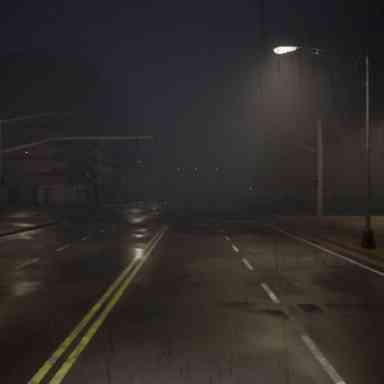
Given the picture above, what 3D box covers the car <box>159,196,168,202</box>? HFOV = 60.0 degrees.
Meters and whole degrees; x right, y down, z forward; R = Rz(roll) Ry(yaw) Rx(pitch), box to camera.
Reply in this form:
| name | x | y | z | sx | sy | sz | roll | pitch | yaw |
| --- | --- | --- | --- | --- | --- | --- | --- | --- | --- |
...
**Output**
| name | x | y | z | sx | sy | sz | roll | pitch | yaw |
| --- | --- | --- | --- | --- | --- | --- | --- | --- | --- |
| car | -6.985 | 1.729 | 81.956 | 2.033 | 1.411 | 5.357 | 0 | 0 | 0 |
